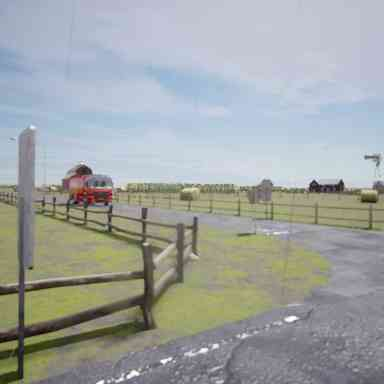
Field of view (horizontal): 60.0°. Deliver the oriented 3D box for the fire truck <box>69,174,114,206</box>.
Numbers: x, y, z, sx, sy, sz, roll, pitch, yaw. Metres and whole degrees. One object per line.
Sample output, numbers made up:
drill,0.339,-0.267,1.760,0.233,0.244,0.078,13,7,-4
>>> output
fire truck,-12.912,-0.283,41.988,2.891,3.827,8.468,1,0,-35
